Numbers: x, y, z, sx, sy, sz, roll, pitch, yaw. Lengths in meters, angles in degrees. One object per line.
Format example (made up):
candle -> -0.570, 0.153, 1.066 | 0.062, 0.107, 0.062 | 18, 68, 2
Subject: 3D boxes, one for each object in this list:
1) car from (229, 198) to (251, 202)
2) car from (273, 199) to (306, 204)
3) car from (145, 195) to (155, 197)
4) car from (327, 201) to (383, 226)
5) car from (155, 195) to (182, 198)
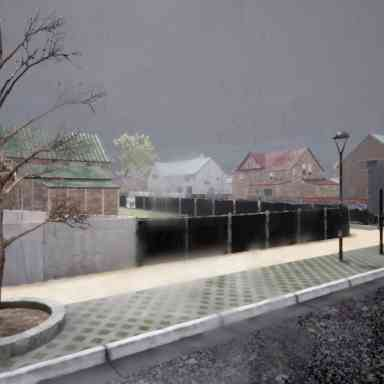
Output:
car -> 4.562, 1.307, 31.186 | 1.812, 1.442, 4.674 | 0, 1, -34
car -> 8.649, 1.354, 30.519 | 2.033, 1.411, 5.357 | 0, 1, -35
car -> -6.718, 1.122, 52.909 | 1.895, 1.301, 4.718 | 0, 1, -34
car -> 10.733, 1.385, 22.136 | 2.128, 1.511, 4.902 | 0, 1, -34
car -> -2.131, 1.203, 41.016 | 2.033, 1.411, 5.357 | 0, 1, -34
